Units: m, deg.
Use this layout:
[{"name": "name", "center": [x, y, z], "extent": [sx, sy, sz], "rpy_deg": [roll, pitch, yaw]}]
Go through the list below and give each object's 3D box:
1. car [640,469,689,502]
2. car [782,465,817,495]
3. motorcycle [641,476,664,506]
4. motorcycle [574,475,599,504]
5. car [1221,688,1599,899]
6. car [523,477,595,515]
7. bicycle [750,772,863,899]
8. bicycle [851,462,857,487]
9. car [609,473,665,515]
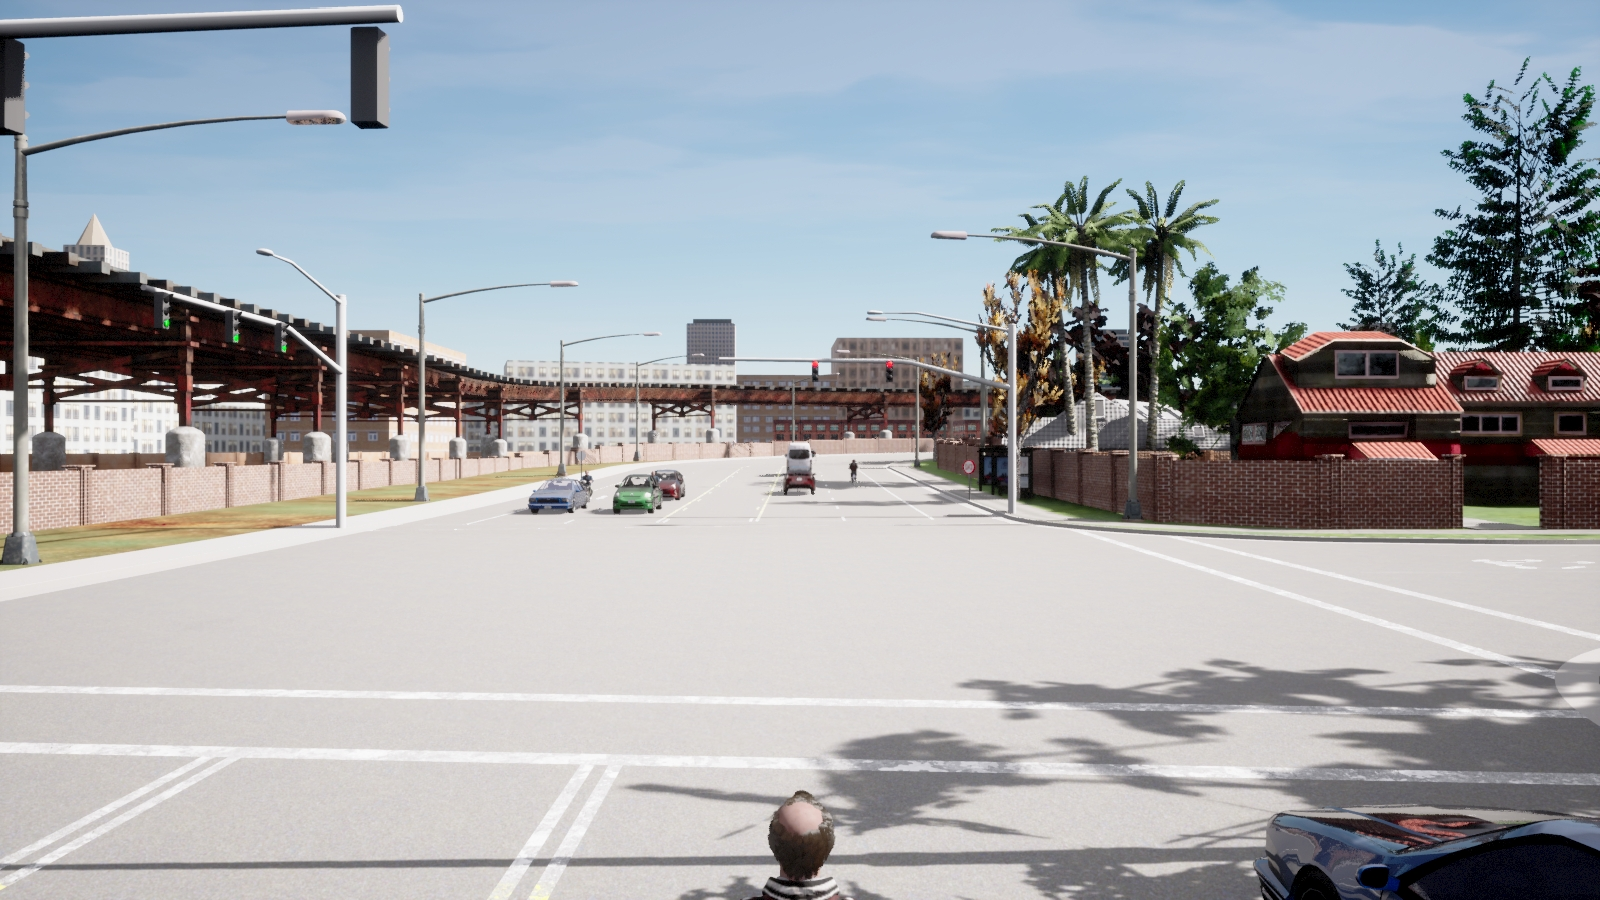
[{"name": "car", "center": [-7.040, 1.800, 59.633], "extent": [2.007, 1.525, 4.514], "rpy_deg": [0, 1, 0]}, {"name": "car", "center": [-0.040, 1.703, 66.278], "extent": [2.007, 1.525, 4.514], "rpy_deg": [0, 1, 0]}, {"name": "motorcycle", "center": [-7.053, 1.947, 54.746], "extent": [0.856, 1.341, 1.805], "rpy_deg": [0, 1, 0]}, {"name": "motorcycle", "center": [-10.476, 1.934, 56.002], "extent": [0.856, 1.341, 1.805], "rpy_deg": [0, 1, 1]}, {"name": "car", "center": [3.467, 2.106, 4.038], "extent": [2.033, 1.411, 5.357], "rpy_deg": [0, 0, 1]}, {"name": "car", "center": [-10.533, 1.979, 50.381], "extent": [2.033, 1.411, 5.357], "rpy_deg": [0, 1, 0]}, {"name": "bicycle", "center": [0.019, 2.048, 3.681], "extent": [0.329, 1.496, 1.835], "rpy_deg": [0, 0, 0]}, {"name": "bicycle", "center": [3.468, 1.577, 73.692], "extent": [0.329, 1.496, 1.835], "rpy_deg": [0, 1, 0]}, {"name": "car", "center": [-7.031, 1.877, 49.699], "extent": [1.851, 1.617, 3.988], "rpy_deg": [0, 1, 0]}]
